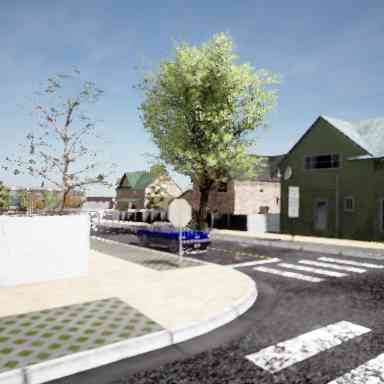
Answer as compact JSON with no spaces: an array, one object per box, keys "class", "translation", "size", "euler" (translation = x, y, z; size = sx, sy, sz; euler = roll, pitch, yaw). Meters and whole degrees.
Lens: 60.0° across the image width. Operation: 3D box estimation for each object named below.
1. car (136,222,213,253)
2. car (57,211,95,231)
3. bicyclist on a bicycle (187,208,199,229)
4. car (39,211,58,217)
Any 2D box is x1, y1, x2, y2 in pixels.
[{"class":"car","translation":[-1.010,2.205,16.941],"size":[1.895,1.301,4.718],"euler":[1,-3,-35]},{"class":"car","translation":[-10.293,2.711,30.184],"size":[2.128,1.511,4.902],"euler":[1,-3,-35]},{"class":"bicyclist on a bicycle","translation":[0.243,2.019,25.319],"size":[1.656,1.620,0.582],"euler":[-1,1,-35]},{"class":"car","translation":[-17.607,3.317,40.672],"size":[1.895,1.301,4.718],"euler":[1,-3,-35]}]
